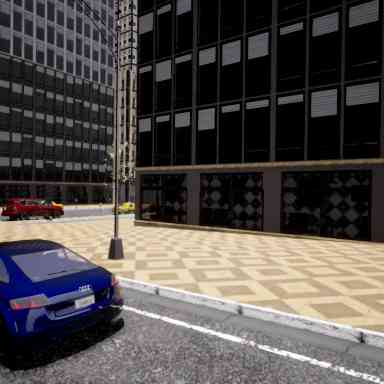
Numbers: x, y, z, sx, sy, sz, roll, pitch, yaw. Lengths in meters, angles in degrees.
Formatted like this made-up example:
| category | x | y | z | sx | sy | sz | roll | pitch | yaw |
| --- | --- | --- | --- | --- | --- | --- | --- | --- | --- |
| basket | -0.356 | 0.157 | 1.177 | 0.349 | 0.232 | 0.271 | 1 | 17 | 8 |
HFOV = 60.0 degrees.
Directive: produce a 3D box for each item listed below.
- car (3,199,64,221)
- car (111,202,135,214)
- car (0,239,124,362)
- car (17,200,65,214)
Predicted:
| category | x | y | z | sx | sy | sz | roll | pitch | yaw |
| --- | --- | --- | --- | --- | --- | --- | --- | --- | --- |
| car | -13.814 | 1.520 | 29.166 | 2.192 | 1.841 | 5.009 | 1 | 0 | 36 |
| car | -7.051 | 1.830 | 38.403 | 1.752 | 1.417 | 4.829 | 1 | 0 | 36 |
| car | -3.212 | 1.561 | 5.956 | 4.181 | 1.385 | 1.994 | 0 | 0 | 34 |
| car | -17.347 | 1.643 | 38.527 | 1.752 | 1.417 | 4.829 | 1 | 0 | 36 |
